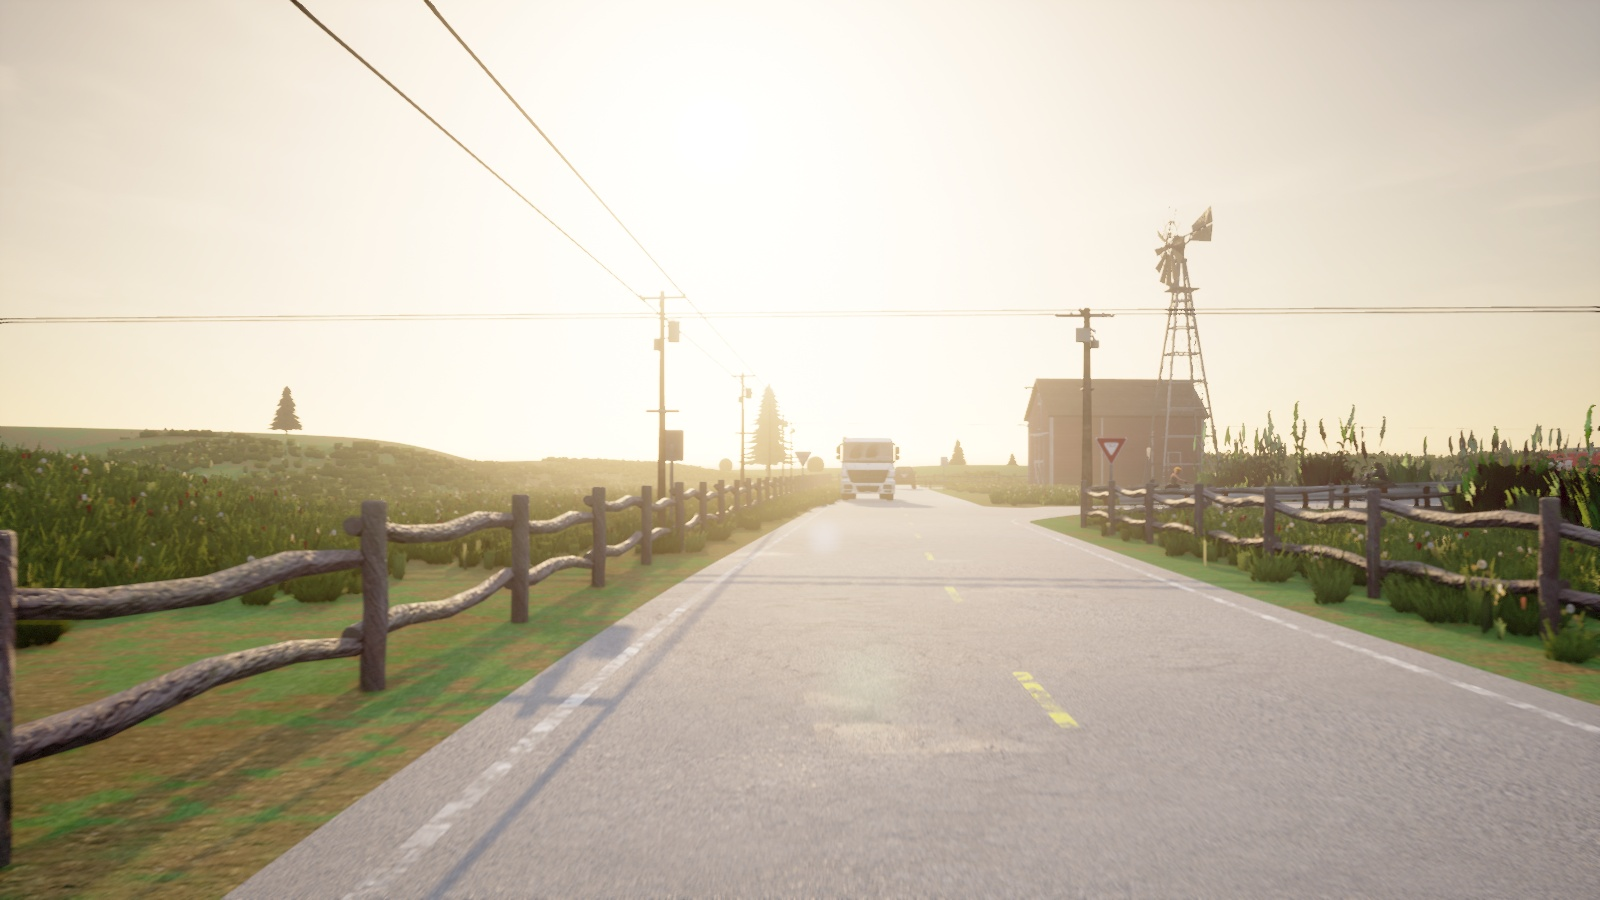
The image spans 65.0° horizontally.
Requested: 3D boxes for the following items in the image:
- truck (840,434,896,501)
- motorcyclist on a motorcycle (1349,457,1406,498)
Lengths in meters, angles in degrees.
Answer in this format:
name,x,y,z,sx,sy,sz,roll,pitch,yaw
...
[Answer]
name,x,y,z,sx,sy,sz,roll,pitch,yaw
truck,3.780,0.980,69.430,2.891,3.462,7.936,0,-1,3
motorcyclist on a motorcycle,23.085,1.095,50.245,1.817,1.590,0.866,-2,-1,5
